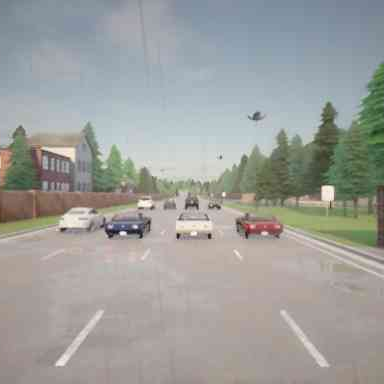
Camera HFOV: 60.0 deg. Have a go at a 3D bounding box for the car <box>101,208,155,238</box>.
[{"bbox_3d":[-3.401,1.771,18.644,1.895,1.301,4.718,0,-1,0],"label":"car"}]

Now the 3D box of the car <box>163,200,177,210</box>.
[{"bbox_3d":[-3.505,1.968,52.442,2.128,1.511,4.902,0,-1,0],"label":"car"}]

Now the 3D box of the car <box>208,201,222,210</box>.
[{"bbox_3d":[3.495,2.071,51.736,1.895,1.301,4.718,0,-1,0],"label":"car"}]

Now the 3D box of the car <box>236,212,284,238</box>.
[{"bbox_3d":[3.599,1.771,18.655,1.895,1.301,4.718,0,-1,0],"label":"car"}]

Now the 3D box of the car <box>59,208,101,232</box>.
[{"bbox_3d":[-6.914,1.719,21.245,1.812,1.442,4.674,0,-1,0],"label":"car"}]

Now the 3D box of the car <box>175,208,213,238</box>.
[{"bbox_3d":[0.098,1.771,18.654,1.895,1.301,4.718,0,-1,0],"label":"car"}]

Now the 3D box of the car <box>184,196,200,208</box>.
[{"bbox_3d":[-0.005,1.688,51.322,2.150,2.045,5.566,0,-1,0],"label":"car"}]

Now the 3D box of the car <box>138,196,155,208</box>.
[{"bbox_3d":[-7.005,1.688,51.322,2.150,2.045,5.566,0,-1,0],"label":"car"}]
